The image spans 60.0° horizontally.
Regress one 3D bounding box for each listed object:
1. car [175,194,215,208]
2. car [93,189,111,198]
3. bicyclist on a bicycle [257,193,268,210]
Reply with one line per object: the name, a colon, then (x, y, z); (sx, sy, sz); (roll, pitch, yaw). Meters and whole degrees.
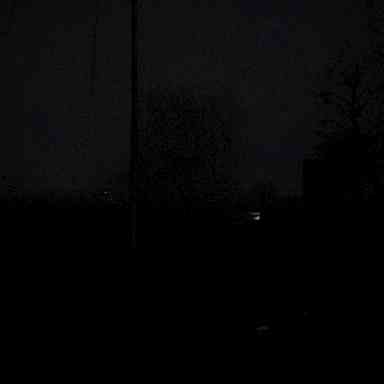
car: (0.281, 0.912, 36.185); (2.033, 1.411, 5.357); (-1, 2, -36)
car: (-15.931, 0.251, 58.959); (2.128, 1.511, 4.902); (-1, 2, -35)
bicyclist on a bicycle: (6.844, 0.949, 32.208); (1.656, 1.620, 0.582); (0, 1, -35)
